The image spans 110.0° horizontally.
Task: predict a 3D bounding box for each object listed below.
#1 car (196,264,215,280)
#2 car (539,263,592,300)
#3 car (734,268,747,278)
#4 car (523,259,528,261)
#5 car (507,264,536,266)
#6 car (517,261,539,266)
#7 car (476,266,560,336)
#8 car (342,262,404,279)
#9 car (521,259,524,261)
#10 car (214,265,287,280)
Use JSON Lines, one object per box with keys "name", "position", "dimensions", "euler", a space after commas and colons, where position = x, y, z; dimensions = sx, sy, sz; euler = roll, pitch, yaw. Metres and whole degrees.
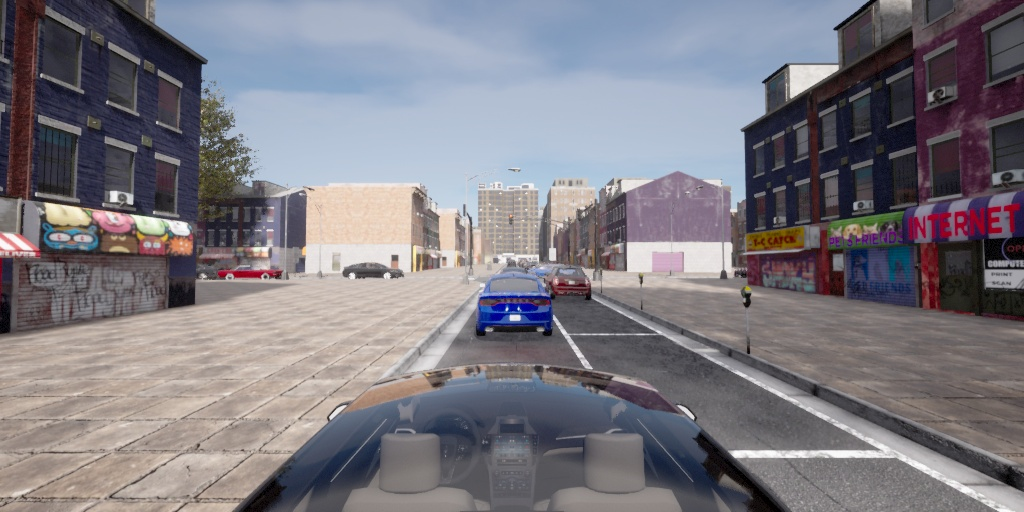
{"name": "car", "position": [-29.023, 1.513, 32.941], "dimensions": [4.892, 1.490, 1.837], "euler": [-1, -2, 0]}
{"name": "car", "position": [2.629, 1.206, 17.850], "dimensions": [1.967, 1.591, 4.097], "euler": [0, 0, 0]}
{"name": "car", "position": [23.290, 1.357, 32.632], "dimensions": [5.357, 1.411, 2.033], "euler": [0, -2, 0]}
{"name": "car", "position": [2.618, 1.419, 44.594], "dimensions": [1.948, 1.339, 4.313], "euler": [0, 0, 0]}
{"name": "car", "position": [0.092, 1.292, 18.049], "dimensions": [1.812, 1.442, 4.674], "euler": [0, 0, 0]}
{"name": "car", "position": [3.392, 1.366, 32.746], "dimensions": [5.357, 1.411, 2.033], "euler": [0, -2, 0]}
{"name": "car", "position": [0.036, 1.233, 10.491], "dimensions": [1.882, 1.535, 5.008], "euler": [0, 0, -1]}
{"name": "car", "position": [-11.518, 1.270, 29.904], "dimensions": [4.892, 1.490, 1.837], "euler": [0, -2, 2]}
{"name": "car", "position": [2.616, 1.451, 50.030], "dimensions": [1.948, 1.339, 4.313], "euler": [0, 0, 0]}
{"name": "car", "position": [-21.517, 1.436, 29.948], "dimensions": [4.718, 1.301, 1.895], "euler": [-1, -2, 0]}
